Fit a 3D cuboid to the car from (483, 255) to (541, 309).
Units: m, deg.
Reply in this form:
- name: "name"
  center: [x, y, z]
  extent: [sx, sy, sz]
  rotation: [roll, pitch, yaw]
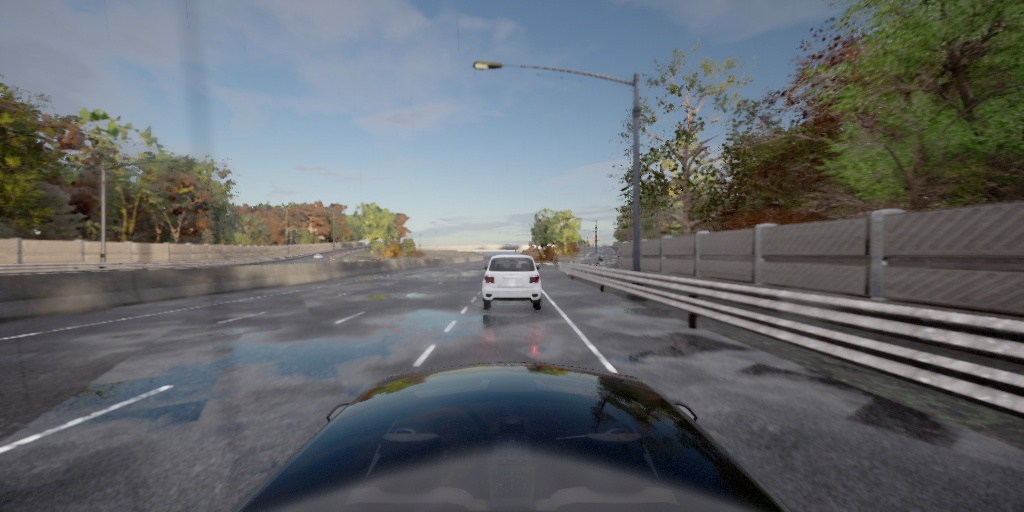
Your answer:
- name: "car"
  center: [-0.002, 0.973, 15.044]
  extent: [2.150, 2.045, 5.566]
  rotation: [0, 0, 0]
